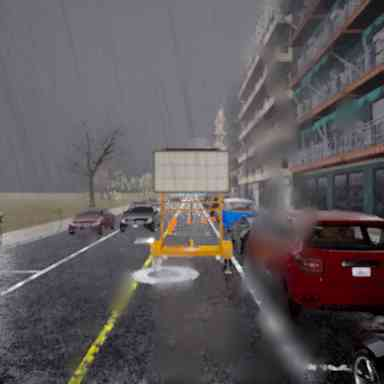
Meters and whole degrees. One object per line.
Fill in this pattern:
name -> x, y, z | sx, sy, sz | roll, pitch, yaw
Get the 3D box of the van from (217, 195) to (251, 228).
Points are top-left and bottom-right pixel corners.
van -> 2.554, 1.276, 18.763 | 1.690, 1.788, 3.998 | 1, 0, 0

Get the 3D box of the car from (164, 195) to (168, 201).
car -> -5.386, 1.309, 63.305 | 1.752, 1.417, 4.829 | 1, 0, 0

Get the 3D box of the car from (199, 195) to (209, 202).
car -> 2.486, 1.288, 69.883 | 1.752, 1.417, 4.829 | 1, 0, 0

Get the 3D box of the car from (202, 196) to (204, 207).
car -> 2.522, 1.439, 41.408 | 1.802, 1.307, 4.206 | 1, 0, 0

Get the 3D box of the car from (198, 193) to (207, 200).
car -> 2.473, 1.167, 81.034 | 1.967, 1.590, 4.097 | 1, 0, 0

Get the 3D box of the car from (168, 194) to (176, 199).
car -> -5.422, 1.243, 91.744 | 2.008, 1.369, 4.403 | 1, 0, 0

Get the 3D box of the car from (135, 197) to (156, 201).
car -> -5.350, 1.444, 35.205 | 1.947, 1.339, 4.313 | 1, 0, 0

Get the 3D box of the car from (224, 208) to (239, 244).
car -> 2.558, 1.520, 13.103 | 1.947, 1.339, 4.313 | 1, 0, 0

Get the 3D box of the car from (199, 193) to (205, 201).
car -> 2.518, 1.153, 47.068 | 2.192, 1.841, 5.009 | 1, 0, 0

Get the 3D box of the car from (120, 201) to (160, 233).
car -> -2.874, 1.459, 19.171 | 1.812, 1.442, 4.674 | 0, 0, 0

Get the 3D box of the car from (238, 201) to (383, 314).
car -> 2.568, 1.289, 7.441 | 2.192, 1.841, 5.009 | 1, 0, 0

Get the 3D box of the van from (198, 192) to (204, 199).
van -> 2.460, 1.032, 92.356 | 1.690, 1.788, 3.998 | 1, 0, 0

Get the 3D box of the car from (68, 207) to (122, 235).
car -> -5.329, 1.518, 18.243 | 1.802, 1.307, 4.206 | 1, 0, 0

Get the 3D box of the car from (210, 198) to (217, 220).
car -> 2.544, 1.440, 24.595 | 1.752, 1.417, 4.829 | 1, 0, 0

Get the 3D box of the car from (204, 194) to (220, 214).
car -> 2.540, 1.211, 30.085 | 2.192, 1.841, 5.009 | 1, 0, 0

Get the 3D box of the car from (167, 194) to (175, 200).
car -> -5.415, 1.261, 86.090 | 2.008, 1.369, 4.403 | 1, 0, 0

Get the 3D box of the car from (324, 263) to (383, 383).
car -> 2.573, 1.559, 1.781 | 1.947, 1.339, 4.313 | 1, 0, 0

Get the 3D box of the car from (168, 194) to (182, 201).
car -> -2.879, 1.393, 60.748 | 1.895, 1.301, 4.718 | 0, 0, 0

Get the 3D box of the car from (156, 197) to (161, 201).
car -> -5.365, 1.421, 46.513 | 1.802, 1.307, 4.206 | 1, 0, 0

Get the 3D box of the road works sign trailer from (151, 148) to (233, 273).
road works sign trailer -> -0.012, 0.428, 10.482 | 2.380, 3.560, 2.880 | 0, 0, 0

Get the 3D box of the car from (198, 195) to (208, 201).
car -> 2.479, 1.296, 75.374 | 2.008, 1.369, 4.403 | 1, 0, 0
